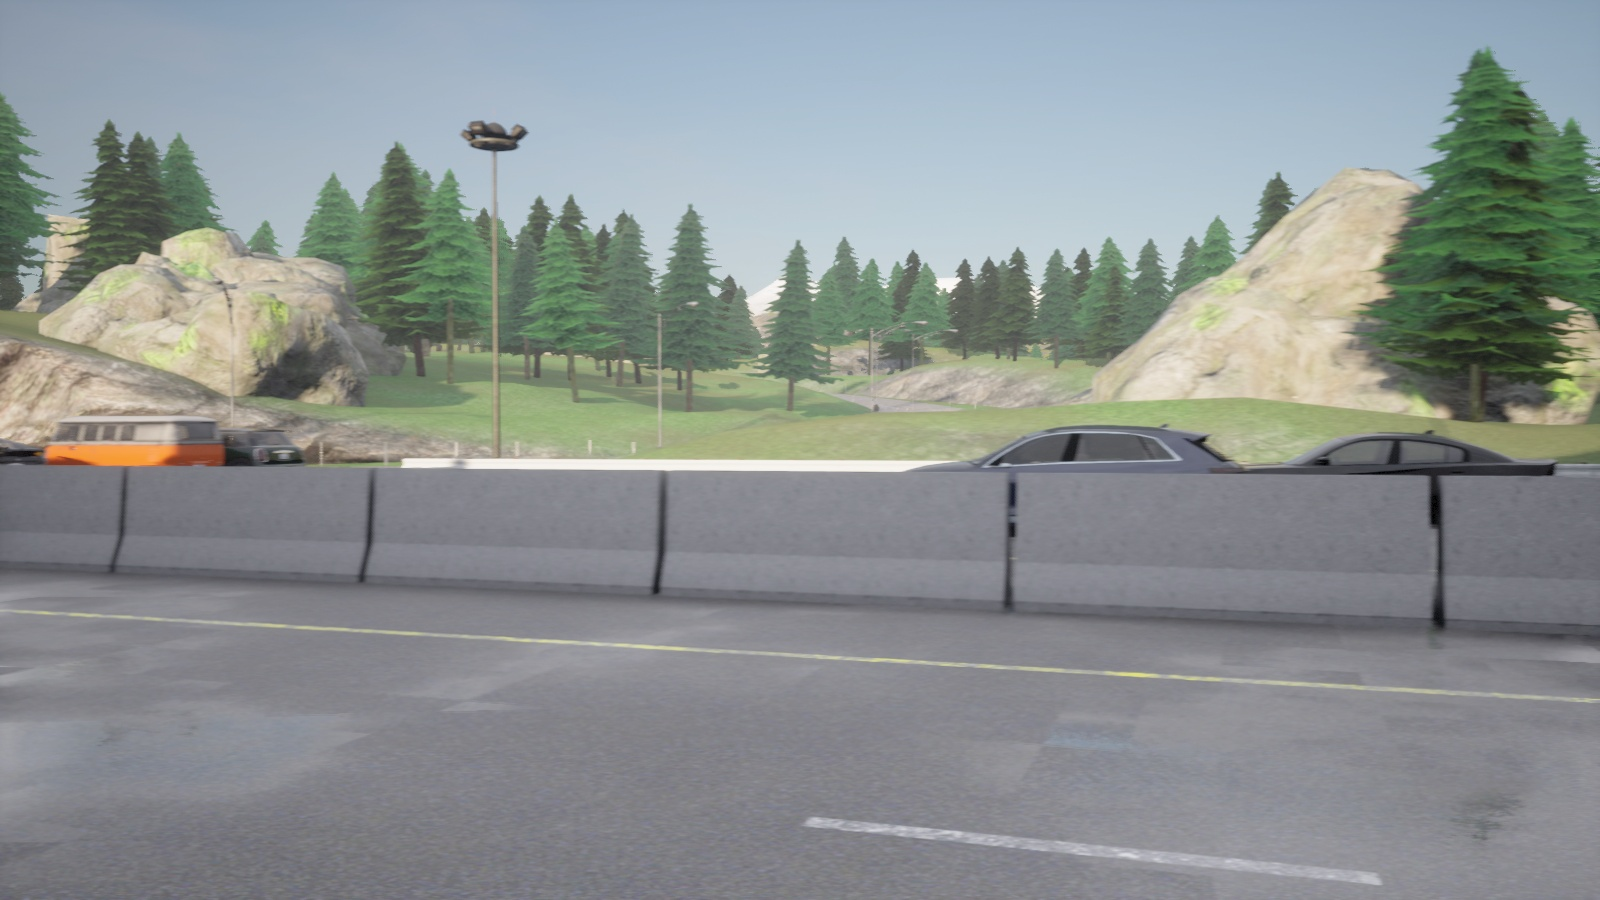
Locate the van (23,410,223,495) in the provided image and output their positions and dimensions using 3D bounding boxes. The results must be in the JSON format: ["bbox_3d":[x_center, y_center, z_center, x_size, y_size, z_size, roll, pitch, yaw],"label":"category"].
[{"bbox_3d":[-16.668,0.022,30.951,4.442,1.987,1.775,1,1,19],"label":"van"}]

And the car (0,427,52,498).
[{"bbox_3d":[-19.376,0.251,28.173,4.514,1.525,2.007,1,1,19],"label":"car"}]

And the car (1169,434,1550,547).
[{"bbox_3d":[8.198,0.533,18.897,5.008,1.535,1.882,1,1,19],"label":"car"}]

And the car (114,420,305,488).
[{"bbox_3d":[-16.183,0.073,34.482,4.553,1.767,2.097,1,1,19],"label":"car"}]

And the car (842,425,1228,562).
[{"bbox_3d":[3.182,0.498,16.891,4.856,1.649,2.033,1,1,19],"label":"car"}]

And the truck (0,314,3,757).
[{"bbox_3d":[-8.032,-0.279,5.881,7.936,3.462,2.891,1,1,19],"label":"truck"}]
